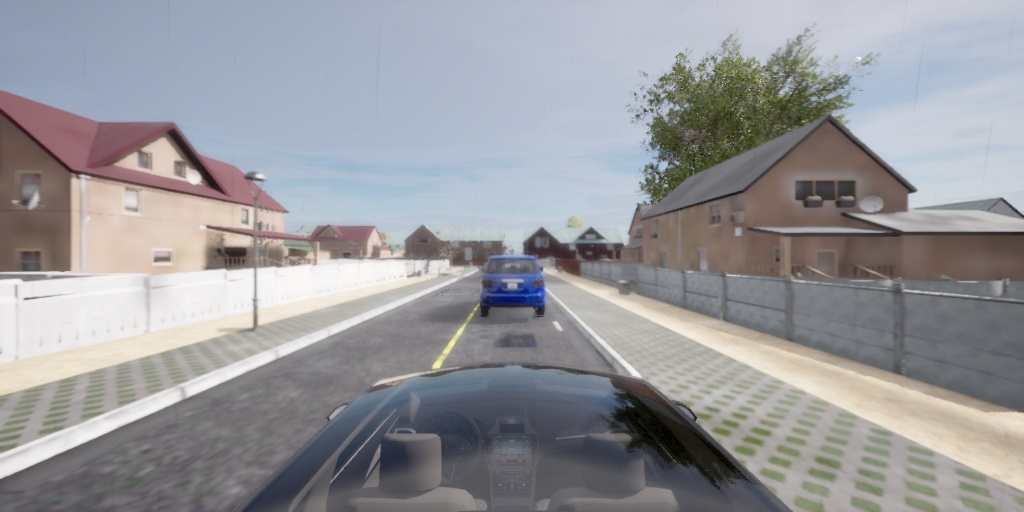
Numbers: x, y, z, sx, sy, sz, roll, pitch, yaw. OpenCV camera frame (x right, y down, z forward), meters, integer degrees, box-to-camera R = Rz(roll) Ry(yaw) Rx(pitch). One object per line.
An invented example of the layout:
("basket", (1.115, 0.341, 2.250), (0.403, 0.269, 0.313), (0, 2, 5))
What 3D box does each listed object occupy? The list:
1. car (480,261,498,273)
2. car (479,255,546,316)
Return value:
("car", (-2.790, 1.359, 44.351), (1.994, 1.385, 4.181), (0, 0, 0))
("car", (0.036, 0.986, 13.483), (2.150, 2.045, 5.566), (0, 0, 0))
